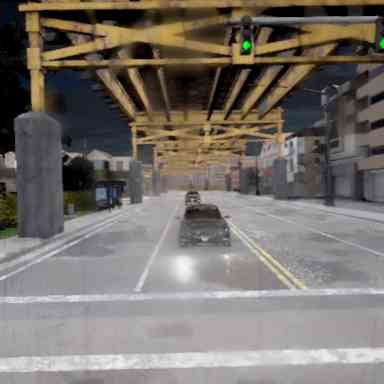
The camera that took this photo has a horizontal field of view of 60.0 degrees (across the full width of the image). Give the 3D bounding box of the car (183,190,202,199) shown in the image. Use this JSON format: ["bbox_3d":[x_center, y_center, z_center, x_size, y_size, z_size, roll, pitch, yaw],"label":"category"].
[{"bbox_3d":[0.044,0.587,38.316,1.837,1.490,4.892,-1,1,-1],"label":"car"}]

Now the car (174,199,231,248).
[{"bbox_3d":[0.398,1.261,13.442,1.837,1.490,4.892,-1,2,-1],"label":"car"}]
